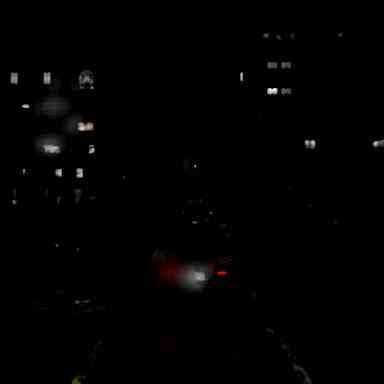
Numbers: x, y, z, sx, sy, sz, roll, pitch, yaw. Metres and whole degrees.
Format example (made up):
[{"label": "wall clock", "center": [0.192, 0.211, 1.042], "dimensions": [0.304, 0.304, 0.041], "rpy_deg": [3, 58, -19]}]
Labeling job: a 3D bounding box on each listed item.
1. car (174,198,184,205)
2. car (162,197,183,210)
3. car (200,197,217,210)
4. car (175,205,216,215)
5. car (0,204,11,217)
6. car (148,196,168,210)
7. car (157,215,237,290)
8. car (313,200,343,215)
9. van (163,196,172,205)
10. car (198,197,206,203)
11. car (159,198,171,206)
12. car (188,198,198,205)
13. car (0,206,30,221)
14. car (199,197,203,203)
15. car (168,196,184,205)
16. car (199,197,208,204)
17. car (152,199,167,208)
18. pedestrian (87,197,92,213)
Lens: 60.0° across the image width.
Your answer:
[{"label": "car", "center": [-2.639, 1.952, 68.793], "dimensions": [1.812, 1.442, 4.674], "rpy_deg": [0, 0, 0]}, {"label": "car", "center": [-2.727, 1.811, 48.312], "dimensions": [1.837, 1.490, 4.892], "rpy_deg": [0, 0, 2]}, {"label": "car", "center": [2.645, 1.873, 48.444], "dimensions": [1.947, 1.339, 4.313], "rpy_deg": [0, 0, 0]}, {"label": "car", "center": [0.317, 1.695, 20.197], "dimensions": [1.994, 1.385, 4.181], "rpy_deg": [0, 0, 4]}, {"label": "car", "center": [-22.404, 2.081, 36.362], "dimensions": [4.206, 1.307, 1.802], "rpy_deg": [-1, 0, 1]}, {"label": "car", "center": [-5.235, 1.622, 48.458], "dimensions": [2.192, 1.841, 5.009], "rpy_deg": [0, 0, 0]}, {"label": "car", "center": [0.119, 1.586, 9.139], "dimensions": [1.812, 1.442, 4.674], "rpy_deg": [0, 0, 0]}, {"label": "car", "center": [15.157, 1.562, 33.556], "dimensions": [5.357, 1.411, 2.033], "rpy_deg": [-1, 0, 1]}, {"label": "van", "center": [-5.199, 1.778, 70.665], "dimensions": [1.690, 1.788, 3.998], "rpy_deg": [0, 0, 0]}, {"label": "car", "center": [2.709, 2.084, 87.307], "dimensions": [2.008, 1.369, 4.403], "rpy_deg": [0, 0, 0]}, {"label": "car", "center": [-5.208, 1.950, 65.112], "dimensions": [1.887, 1.381, 4.507], "rpy_deg": [0, 0, 0]}, {"label": "car", "center": [0.196, 1.913, 70.336], "dimensions": [1.882, 1.535, 5.008], "rpy_deg": [0, 0, 0]}, {"label": "car", "center": [-17.376, 1.957, 30.904], "dimensions": [4.181, 1.385, 1.994], "rpy_deg": [-1, 0, 0]}, {"label": "car", "center": [2.663, 1.955, 59.547], "dimensions": [1.802, 1.307, 4.206], "rpy_deg": [0, 0, 0]}, {"label": "car", "center": [-2.731, 1.719, 58.536], "dimensions": [2.097, 1.767, 4.553], "rpy_deg": [0, 0, 0]}, {"label": "car", "center": [2.691, 1.910, 76.204], "dimensions": [1.967, 1.590, 4.097], "rpy_deg": [0, 0, 0]}, {"label": "car", "center": [-5.226, 1.885, 54.008], "dimensions": [1.887, 1.381, 4.507], "rpy_deg": [0, 0, 0]}, {"label": "pedestrian", "center": [-12.088, 1.538, 39.220], "dimensions": [0.375, 1.860, 0.375], "rpy_deg": [0, 0, 1]}]
